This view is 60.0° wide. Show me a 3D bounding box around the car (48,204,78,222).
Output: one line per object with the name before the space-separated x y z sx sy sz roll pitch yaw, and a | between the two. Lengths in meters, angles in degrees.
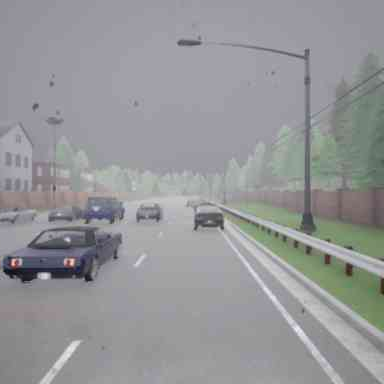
car | -10.403 1.731 28.044 1.994 1.385 4.181 0 0 0

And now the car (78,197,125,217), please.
car | -6.903 1.380 26.628 2.150 2.045 5.566 0 0 0

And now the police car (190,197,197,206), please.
police car | 1.046 1.652 38.184 1.930 1.638 5.238 0 0 0

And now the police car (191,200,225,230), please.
police car | 1.047 1.557 22.185 1.930 1.638 5.238 0 0 0

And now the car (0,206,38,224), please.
car | -13.904 1.755 25.965 1.895 1.301 4.718 0 0 0

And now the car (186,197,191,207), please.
car | -0.006 1.906 57.755 1.994 1.385 4.181 0 0 0

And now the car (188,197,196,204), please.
car | -0.007 1.790 72.815 1.882 1.535 5.008 0 0 0

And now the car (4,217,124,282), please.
car | -3.400 1.660 9.886 1.895 1.301 4.718 0 0 0

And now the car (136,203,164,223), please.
car | -3.402 1.655 27.500 2.128 1.511 4.902 0 0 0
